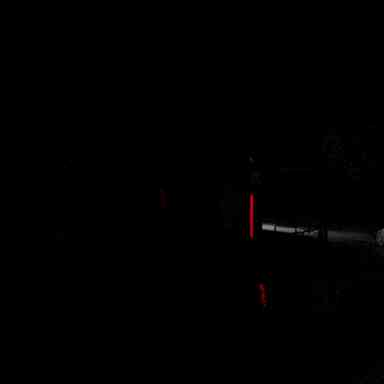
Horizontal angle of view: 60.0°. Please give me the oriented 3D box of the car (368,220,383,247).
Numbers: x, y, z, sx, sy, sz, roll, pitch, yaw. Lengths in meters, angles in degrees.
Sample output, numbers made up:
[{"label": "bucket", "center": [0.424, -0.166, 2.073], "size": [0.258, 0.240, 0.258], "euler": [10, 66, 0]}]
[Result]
[{"label": "car", "center": [8.577, 1.547, 12.308], "size": [2.033, 1.411, 5.357], "euler": [0, 0, 3]}]
